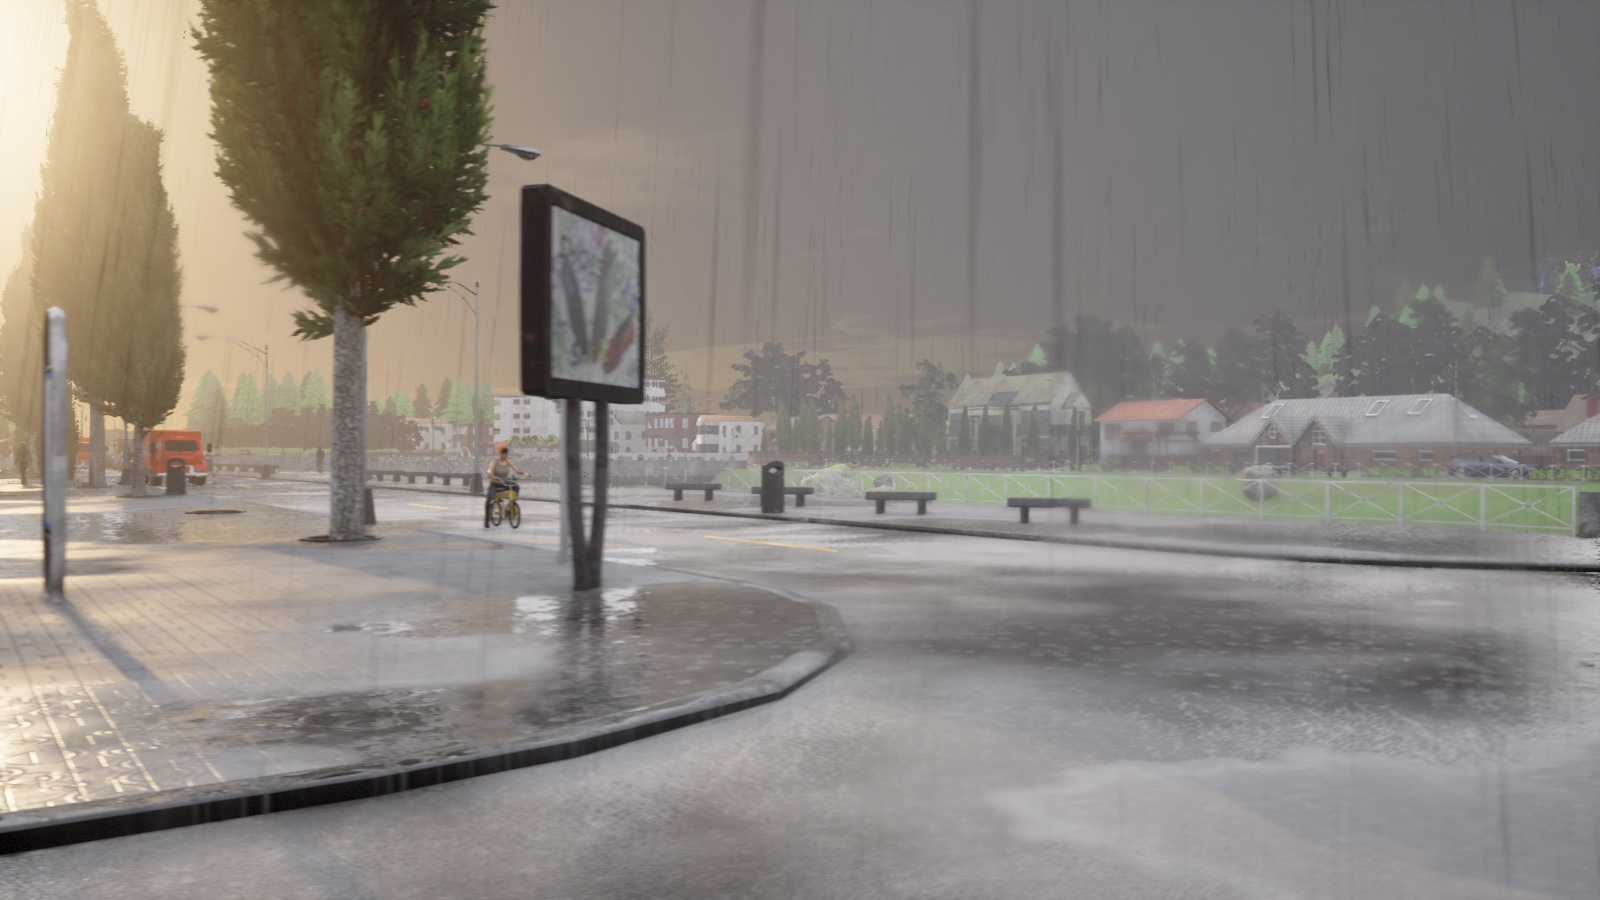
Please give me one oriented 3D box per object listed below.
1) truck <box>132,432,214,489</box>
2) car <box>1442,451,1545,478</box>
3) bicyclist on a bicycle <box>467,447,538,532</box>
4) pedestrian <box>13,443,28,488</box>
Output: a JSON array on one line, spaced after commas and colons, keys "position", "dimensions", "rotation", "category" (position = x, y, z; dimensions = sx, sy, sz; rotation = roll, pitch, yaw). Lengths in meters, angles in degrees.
[{"position": [-28.813, 0.458, 57.622], "dimensions": [2.627, 2.467, 5.204], "rotation": [0, 0, -35], "category": "truck"}, {"position": [40.351, 0.824, 73.191], "dimensions": [2.163, 1.488, 4.792], "rotation": [0, 0, -35], "category": "car"}, {"position": [-5.852, 0.752, 24.656], "dimensions": [0.866, 1.612, 1.509], "rotation": [0, 0, -35], "category": "bicyclist on a bicycle"}, {"position": [-32.187, 0.648, 51.870], "dimensions": [0.331, 1.846, 0.634], "rotation": [0, 0, -14], "category": "pedestrian"}]
